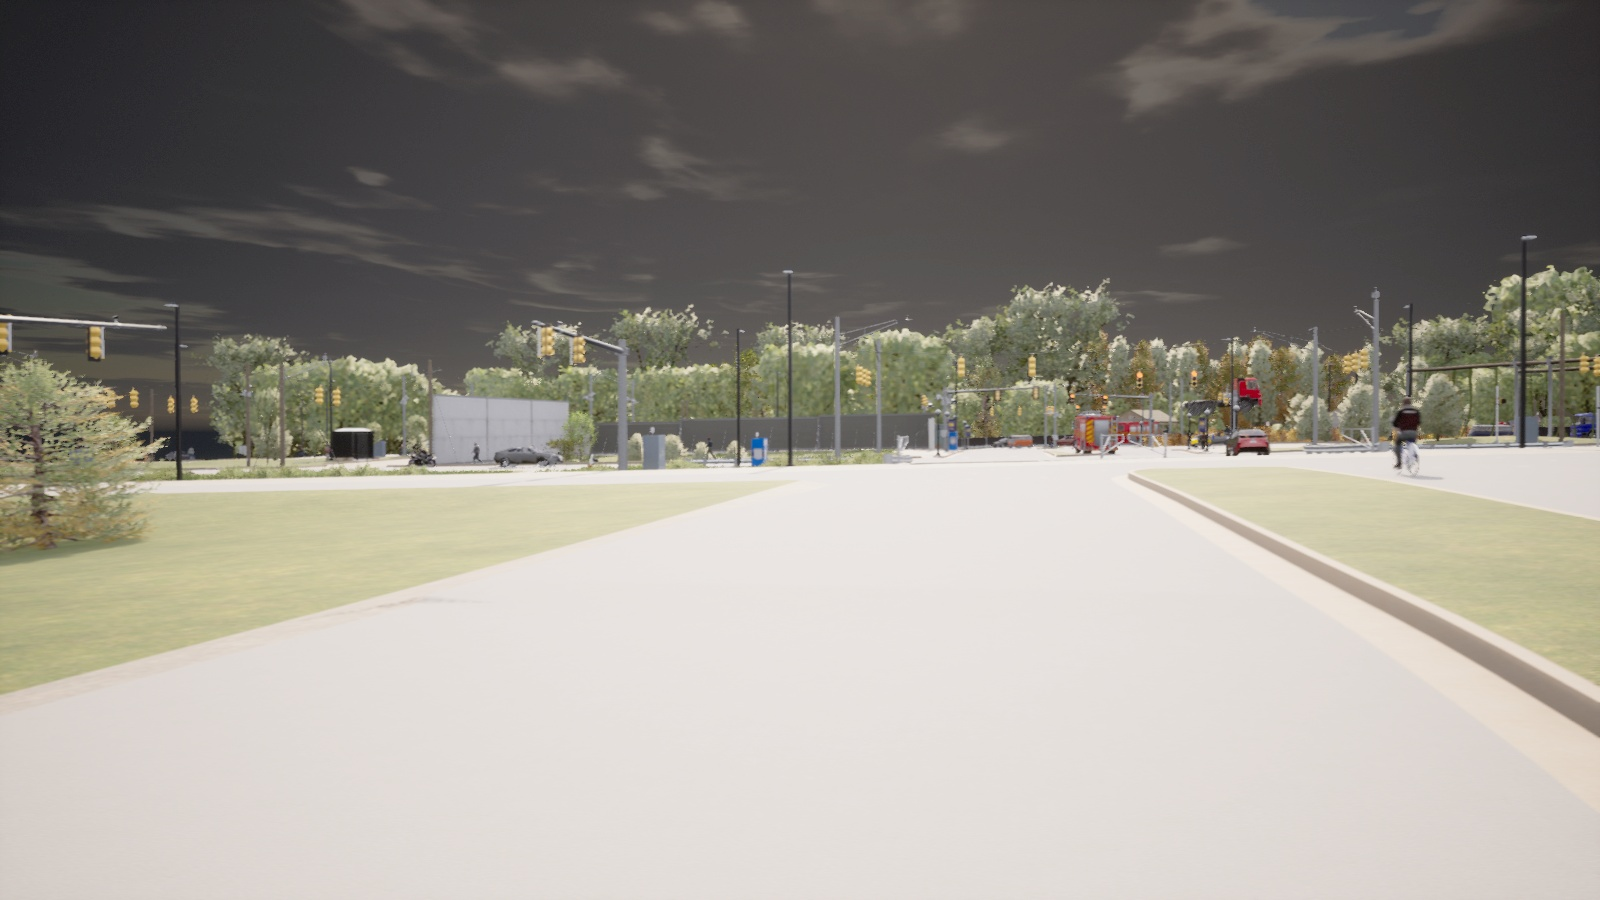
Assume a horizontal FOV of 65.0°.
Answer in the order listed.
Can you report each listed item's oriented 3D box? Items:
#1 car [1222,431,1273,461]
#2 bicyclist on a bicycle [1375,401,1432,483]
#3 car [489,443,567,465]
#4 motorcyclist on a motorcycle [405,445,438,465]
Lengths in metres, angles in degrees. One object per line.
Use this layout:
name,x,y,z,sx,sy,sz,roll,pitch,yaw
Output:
car,23.806,-0.239,66.880,2.007,1.525,4.514,-1,1,13
bicyclist on a bicycle,13.478,-0.192,28.084,0.659,1.776,1.843,-1,1,10
car,-19.200,0.279,88.722,4.902,1.511,2.128,-1,1,10
motorcyclist on a motorcycle,-28.326,0.371,93.926,2.191,1.530,0.866,0,1,10
